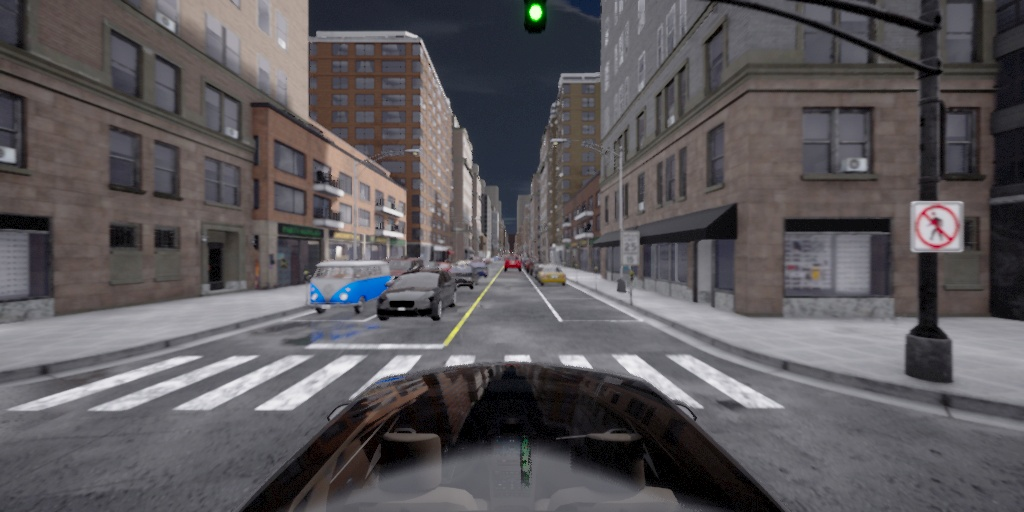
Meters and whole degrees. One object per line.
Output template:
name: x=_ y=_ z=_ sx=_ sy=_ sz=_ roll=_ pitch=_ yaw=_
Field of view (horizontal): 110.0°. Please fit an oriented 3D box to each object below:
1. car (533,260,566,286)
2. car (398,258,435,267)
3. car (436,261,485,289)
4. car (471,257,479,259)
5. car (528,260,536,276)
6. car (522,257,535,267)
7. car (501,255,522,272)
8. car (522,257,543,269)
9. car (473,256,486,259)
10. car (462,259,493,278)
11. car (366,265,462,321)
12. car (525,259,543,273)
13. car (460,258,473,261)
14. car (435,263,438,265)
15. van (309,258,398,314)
car: x=2.665 y=1.239 z=24.775 sx=1.751 sy=1.417 sz=4.829 roll=0 pitch=0 yaw=0
car: x=-5.861 y=1.033 z=18.984 sx=2.192 sy=1.841 sz=5.009 roll=0 pitch=0 yaw=0
car: x=-3.106 y=1.261 z=22.735 sx=2.033 sy=1.411 sz=5.357 roll=0 pitch=0 yaw=0
car: x=-5.864 y=1.216 z=46.963 sx=2.007 sy=1.370 sz=4.403 roll=0 pitch=0 yaw=0
car: x=2.664 y=1.253 z=30.199 sx=2.007 sy=1.370 sz=4.403 roll=0 pitch=0 yaw=0
car: x=2.991 y=0.991 z=64.338 sx=2.097 sy=1.767 sz=4.553 roll=0 pitch=0 yaw=0
car: x=0.093 y=0.894 z=45.277 sx=2.150 sy=2.045 sz=5.566 roll=0 pitch=0 yaw=0
car: x=2.662 y=0.996 z=41.388 sx=2.192 sy=1.841 sz=5.009 roll=0 pitch=0 yaw=0
car: x=-5.866 y=0.959 z=58.154 sx=2.192 sy=1.841 sz=5.009 roll=0 pitch=0 yaw=0
car: x=-3.100 y=1.241 z=33.223 sx=2.033 sy=1.411 sz=5.357 roll=0 pitch=0 yaw=0
car: x=-3.101 y=1.237 z=12.511 sx=1.837 sy=1.490 sz=4.892 roll=0 pitch=0 yaw=0
car: x=2.663 y=1.258 z=35.794 sx=1.948 sy=1.339 sz=4.313 roll=0 pitch=0 yaw=0
car: x=-5.864 y=1.201 z=41.197 sx=1.751 sy=1.417 sz=4.829 roll=0 pitch=0 yaw=0
car: x=-5.861 y=1.148 z=24.580 sx=1.967 sy=1.591 sz=4.097 roll=0 pitch=0 yaw=0
van: x=-5.859 y=1.070 z=13.388 sx=1.690 sy=1.789 sz=3.998 roll=0 pitch=0 yaw=0
